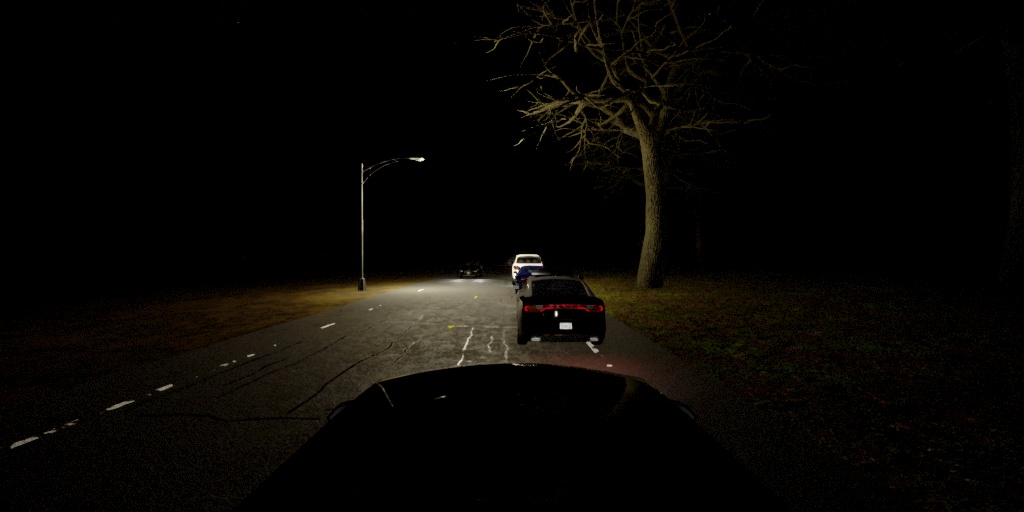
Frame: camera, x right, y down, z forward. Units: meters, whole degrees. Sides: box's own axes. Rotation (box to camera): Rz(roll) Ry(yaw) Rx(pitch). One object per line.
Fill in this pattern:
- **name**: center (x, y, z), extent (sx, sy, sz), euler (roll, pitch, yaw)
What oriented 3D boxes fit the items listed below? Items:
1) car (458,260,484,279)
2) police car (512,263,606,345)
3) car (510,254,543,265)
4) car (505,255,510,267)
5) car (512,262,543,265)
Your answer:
- **car**: center (-3.551, 1.150, 31.652), extent (1.837, 1.490, 4.892), euler (0, 0, 0)
- **police car**: center (1.063, 1.164, 9.628), extent (1.930, 1.638, 5.238), euler (0, 0, 0)
- **car**: center (1.089, 0.909, 25.549), extent (2.150, 2.045, 5.566), euler (0, 0, 0)
- **car**: center (0.148, 0.911, 54.525), extent (1.812, 1.442, 4.674), euler (0, 1, 0)
- **car**: center (1.079, 1.236, 19.519), extent (1.812, 1.442, 4.674), euler (0, 0, 0)
